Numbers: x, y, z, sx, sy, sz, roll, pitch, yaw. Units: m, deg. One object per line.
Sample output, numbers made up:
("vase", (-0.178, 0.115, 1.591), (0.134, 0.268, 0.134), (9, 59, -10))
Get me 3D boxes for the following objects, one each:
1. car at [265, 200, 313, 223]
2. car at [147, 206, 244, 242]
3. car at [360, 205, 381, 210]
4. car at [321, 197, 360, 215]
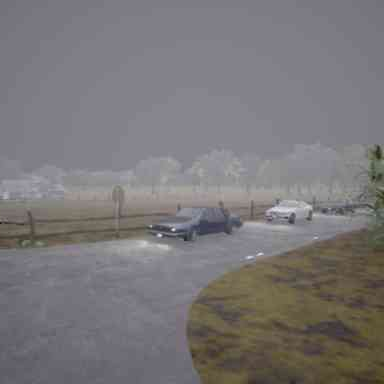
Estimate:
("car", (6.928, 1.292, 23.339), (1.812, 1.442, 4.674), (2, 2, 42))
("car", (0.395, 1.400, 15.960), (2.033, 1.411, 5.357), (2, 2, 41))
("car", (20.466, 1.212, 38.583), (1.812, 1.442, 4.674), (2, 1, 42))
("car", (13.655, 1.219, 30.918), (1.837, 1.490, 4.892), (2, 2, 42))
